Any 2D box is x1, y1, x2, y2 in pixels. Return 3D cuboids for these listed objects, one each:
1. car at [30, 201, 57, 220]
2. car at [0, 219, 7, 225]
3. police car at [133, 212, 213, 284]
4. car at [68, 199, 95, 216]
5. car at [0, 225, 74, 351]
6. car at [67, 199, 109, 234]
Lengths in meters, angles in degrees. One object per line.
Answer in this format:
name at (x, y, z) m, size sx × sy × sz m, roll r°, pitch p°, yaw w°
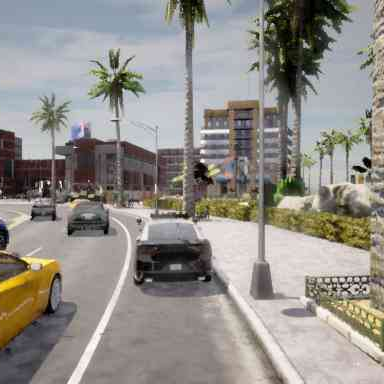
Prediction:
car at (-12.703, 1.482, 28.432) m, size 2.128 × 1.511 × 4.902 m, roll 0°, pitch 0°, yaw -24°
car at (-7.268, 1.216, 9.449) m, size 2.150 × 2.045 × 5.566 m, roll 0°, pitch 0°, yaw -8°
police car at (-0.678, 1.424, 9.770) m, size 1.930 × 1.638 × 5.238 m, roll 0°, pitch 0°, yaw -7°
car at (-11.147, 1.469, 33.275) m, size 1.882 × 1.535 × 5.008 m, roll 0°, pitch 0°, yaw -27°
car at (-3.344, 1.476, 4.497) m, size 1.882 × 1.535 × 5.008 m, roll 0°, pitch -1°, yaw -4°
car at (-5.906, 1.347, 19.254) m, size 2.097 × 1.767 × 4.553 m, roll 0°, pitch 0°, yaw -14°
